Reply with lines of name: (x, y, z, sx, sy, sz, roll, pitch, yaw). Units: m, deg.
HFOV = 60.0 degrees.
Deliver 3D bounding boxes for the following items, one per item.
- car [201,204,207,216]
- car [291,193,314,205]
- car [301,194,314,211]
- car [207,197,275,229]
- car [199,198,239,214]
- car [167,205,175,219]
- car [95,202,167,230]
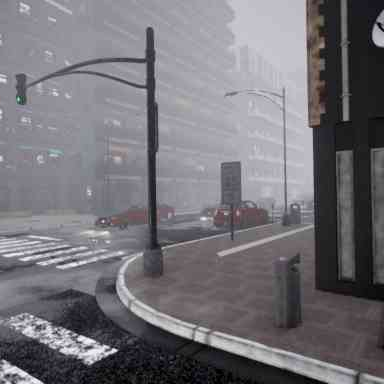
car: (2.967, 1.357, 29.715, 2.033, 1.411, 5.357, -1, 0, 36)
car: (15.710, 1.189, 47.071, 2.033, 1.411, 5.357, -1, 0, 36)
car: (12.923, 1.196, 33.542, 1.947, 1.339, 4.313, -1, 0, 36)
car: (3.013, 1.201, 19.740, 1.967, 1.590, 4.097, -1, 0, 36)
car: (2.815, 1.384, 33.893, 2.008, 1.369, 4.403, -1, 0, 36)
car: (-3.203, 1.459, 25.779, 1.887, 1.381, 4.507, -1, 0, 36)
car: (-3.843, 1.465, 20.358, 1.994, 1.385, 4.181, -1, 0, 36)
